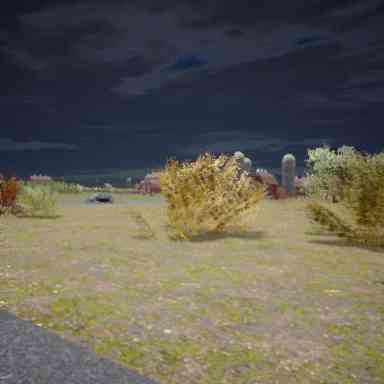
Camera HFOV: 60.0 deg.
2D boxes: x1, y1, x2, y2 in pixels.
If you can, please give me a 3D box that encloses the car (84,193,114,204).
[{"bbox_3d":[-14.397,0.899,51.372,2.097,1.767,4.553,0,0,36],"label":"car"}]
